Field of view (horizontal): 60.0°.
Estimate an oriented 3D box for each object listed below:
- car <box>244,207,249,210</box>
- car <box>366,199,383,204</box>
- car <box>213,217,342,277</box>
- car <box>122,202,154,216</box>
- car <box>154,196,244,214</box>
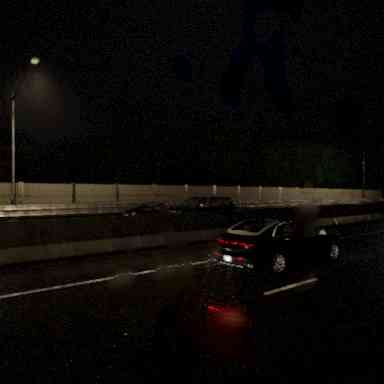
[{"bbox_3d":[2.658,1.662,28.402,5.357,1.411,2.033,0,0,-38],"label":"car"},{"bbox_3d":[30.165,1.818,54.343,4.902,1.511,2.128,1,-1,-38],"label":"car"},{"bbox_3d":[2.866,1.544,10.505,4.892,1.490,1.837,0,0,-38],"label":"car"},{"bbox_3d":[-3.458,1.651,28.047,4.892,1.490,1.837,0,0,-38],"label":"car"},{"bbox_3d":[0.567,1.321,22.310,5.566,2.045,2.150,0,0,-38],"label":"car"}]
